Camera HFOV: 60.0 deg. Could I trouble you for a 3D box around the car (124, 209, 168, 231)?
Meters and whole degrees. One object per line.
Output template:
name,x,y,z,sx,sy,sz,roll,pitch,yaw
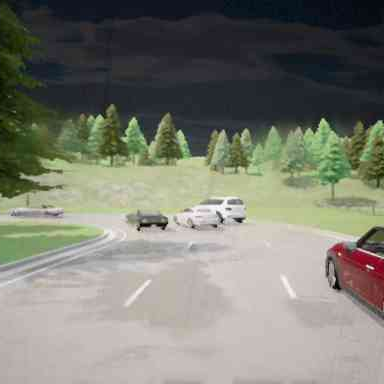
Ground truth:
car,-3.186,1.778,22.177,1.895,1.301,4.718,0,-1,-23

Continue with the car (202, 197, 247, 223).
car,2.037,1.450,27.099,2.150,2.045,5.566,1,-1,-33

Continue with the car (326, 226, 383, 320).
car,4.210,1.414,6.377,2.097,1.767,4.553,0,0,5

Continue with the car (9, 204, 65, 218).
car,-14.989,1.835,32.144,4.718,1.301,1.895,0,-1,0

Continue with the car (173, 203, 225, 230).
car,0.228,1.717,23.041,1.812,1.442,4.674,1,0,-22
